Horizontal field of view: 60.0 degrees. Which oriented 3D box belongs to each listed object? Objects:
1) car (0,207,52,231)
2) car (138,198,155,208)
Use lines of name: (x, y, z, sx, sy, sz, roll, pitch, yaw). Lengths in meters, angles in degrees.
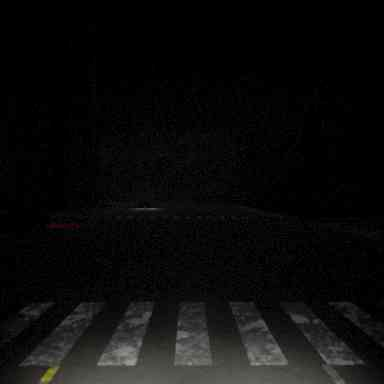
car: (-10.411, 1.595, 19.171, 1.812, 1.442, 4.674, 0, 1, 30)
car: (-6.491, 1.606, 47.731, 1.812, 1.442, 4.674, 0, 1, -2)
